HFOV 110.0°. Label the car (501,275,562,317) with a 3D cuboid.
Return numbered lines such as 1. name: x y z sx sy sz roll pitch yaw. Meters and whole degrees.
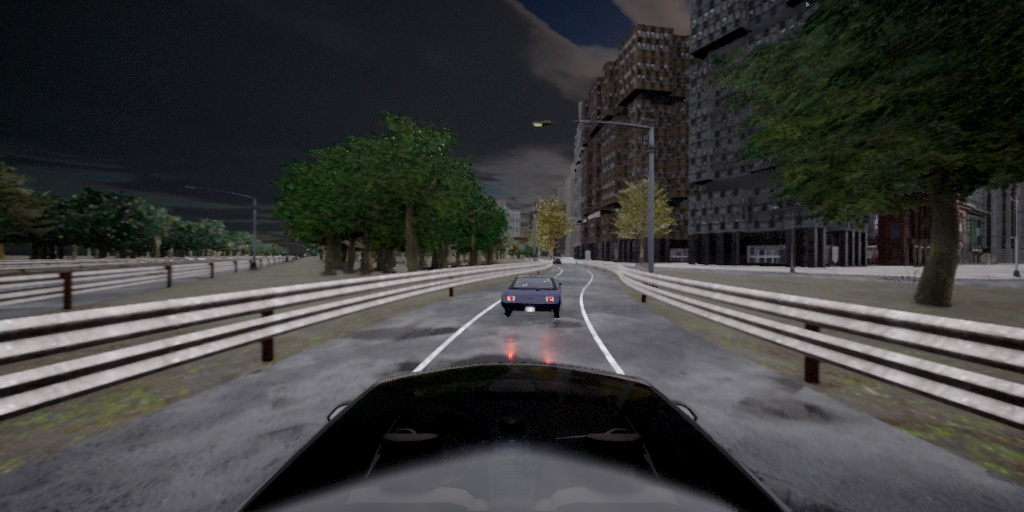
1. car: 0.901 1.355 13.274 1.895 1.301 4.718 0 0 9
